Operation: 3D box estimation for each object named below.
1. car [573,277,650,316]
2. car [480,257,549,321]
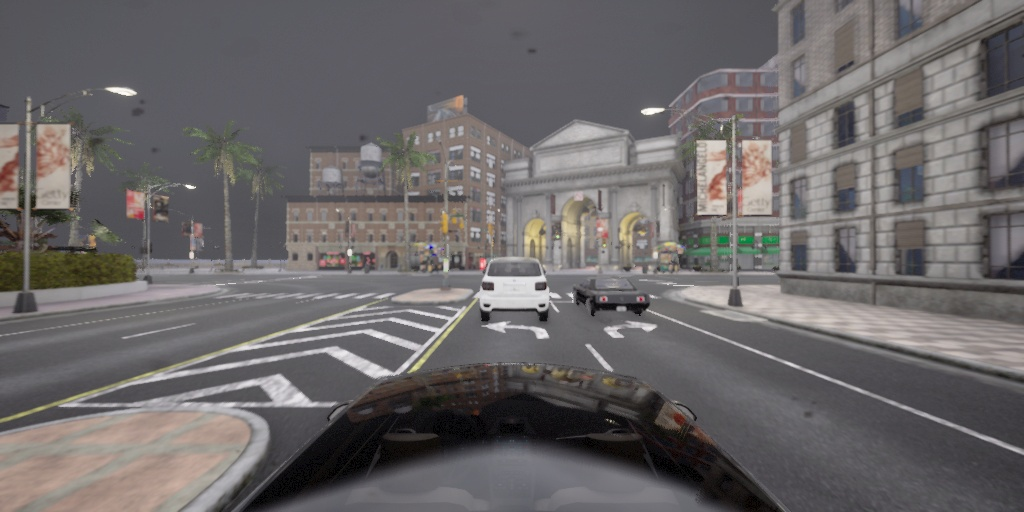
[{"bbox_3d":[3.601,1.461,13.950,1.895,1.301,4.718,0,-1,0],"label":"car"},{"bbox_3d":[0.082,1.073,13.025,2.150,2.045,5.566,0,-1,0],"label":"car"}]
